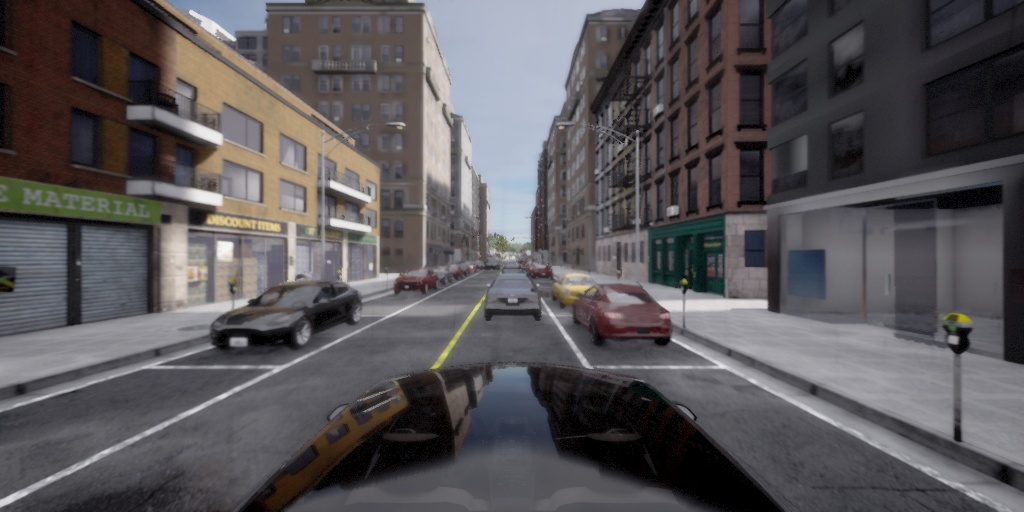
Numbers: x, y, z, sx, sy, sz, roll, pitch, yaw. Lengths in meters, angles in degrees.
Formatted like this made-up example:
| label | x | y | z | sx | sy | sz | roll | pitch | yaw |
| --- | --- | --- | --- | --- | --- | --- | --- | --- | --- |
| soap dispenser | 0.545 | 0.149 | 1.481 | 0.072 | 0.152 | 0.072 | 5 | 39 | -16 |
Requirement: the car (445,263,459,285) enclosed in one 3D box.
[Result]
| label | x | y | z | sx | sy | sz | roll | pitch | yaw |
| --- | --- | --- | --- | --- | --- | --- | --- | --- | --- |
| car | -5.391 | 1.366 | 26.301 | 2.007 | 1.370 | 4.403 | 0 | 0 | 0 |

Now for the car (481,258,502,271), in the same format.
| label | x | y | z | sx | sy | sz | roll | pitch | yaw |
| --- | --- | --- | --- | --- | --- | --- | --- | --- | --- |
| car | -2.823 | 1.231 | 51.137 | 2.097 | 1.767 | 4.553 | 0 | 0 | 0 |

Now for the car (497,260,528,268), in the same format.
| label | x | y | z | sx | sy | sz | roll | pitch | yaw |
| --- | --- | --- | --- | --- | --- | --- | --- | --- | --- |
| car | 0.066 | 1.322 | 31.522 | 2.128 | 1.511 | 4.902 | 0 | 0 | 0 |

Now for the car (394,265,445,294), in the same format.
| label | x | y | z | sx | sy | sz | roll | pitch | yaw |
| --- | --- | --- | --- | --- | --- | --- | --- | --- | --- |
| car | -5.390 | 1.346 | 20.619 | 1.888 | 1.381 | 4.507 | 0 | 0 | 0 |

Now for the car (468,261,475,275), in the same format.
| label | x | y | z | sx | sy | sz | roll | pitch | yaw |
| --- | --- | --- | --- | --- | --- | --- | --- | --- | --- |
| car | -5.392 | 1.411 | 37.666 | 1.948 | 1.339 | 4.313 | 0 | 0 | 0 |

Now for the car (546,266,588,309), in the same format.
| label | x | y | z | sx | sy | sz | roll | pitch | yaw |
| --- | --- | --- | --- | --- | --- | --- | --- | --- | --- |
| car | 2.636 | 1.311 | 15.108 | 1.751 | 1.417 | 4.829 | 0 | 0 | 0 |

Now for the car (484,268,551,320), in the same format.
| label | x | y | z | sx | sy | sz | roll | pitch | yaw |
| --- | --- | --- | --- | --- | --- | --- | --- | --- | --- |
| car | 0.042 | 1.327 | 12.787 | 2.033 | 1.411 | 5.357 | 0 | 0 | 0 |

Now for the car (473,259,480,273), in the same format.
| label | x | y | z | sx | sy | sz | roll | pitch | yaw |
| --- | --- | --- | --- | --- | --- | --- | --- | --- | --- |
| car | -5.393 | 1.300 | 43.348 | 1.967 | 1.591 | 4.097 | 0 | 0 | 0 |

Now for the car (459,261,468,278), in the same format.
| label | x | y | z | sx | sy | sz | roll | pitch | yaw |
| --- | --- | --- | --- | --- | --- | --- | --- | --- | --- |
| car | -5.392 | 1.376 | 31.984 | 1.888 | 1.381 | 4.507 | 0 | 0 | 0 |

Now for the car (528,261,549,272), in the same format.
| label | x | y | z | sx | sy | sz | roll | pitch | yaw |
| --- | --- | --- | --- | --- | --- | --- | --- | --- | --- |
| car | 2.634 | 1.376 | 31.985 | 1.888 | 1.381 | 4.507 | 0 | 0 | 0 |

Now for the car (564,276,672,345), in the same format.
| label | x | y | z | sx | sy | sz | roll | pitch | yaw |
| --- | --- | --- | --- | --- | --- | --- | --- | --- | --- |
| car | 2.636 | 1.352 | 9.256 | 1.802 | 1.307 | 4.207 | 0 | 0 | 0 |

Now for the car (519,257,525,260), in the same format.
| label | x | y | z | sx | sy | sz | roll | pitch | yaw |
| --- | --- | --- | --- | --- | --- | --- | --- | --- | --- |
| car | 2.631 | 1.204 | 54.714 | 2.192 | 1.841 | 5.009 | 0 | 0 | 0 |

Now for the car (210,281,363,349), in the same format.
| label | x | y | z | sx | sy | sz | roll | pitch | yaw |
| --- | --- | --- | --- | --- | --- | --- | --- | --- | --- |
| car | -5.389 | 1.336 | 9.254 | 1.948 | 1.339 | 4.313 | 0 | 0 | 0 |

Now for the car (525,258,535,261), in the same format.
| label | x | y | z | sx | sy | sz | roll | pitch | yaw |
| --- | --- | --- | --- | --- | --- | --- | --- | --- | --- |
| car | 2.633 | 1.285 | 37.667 | 1.967 | 1.591 | 4.097 | 0 | 0 | 0 |
